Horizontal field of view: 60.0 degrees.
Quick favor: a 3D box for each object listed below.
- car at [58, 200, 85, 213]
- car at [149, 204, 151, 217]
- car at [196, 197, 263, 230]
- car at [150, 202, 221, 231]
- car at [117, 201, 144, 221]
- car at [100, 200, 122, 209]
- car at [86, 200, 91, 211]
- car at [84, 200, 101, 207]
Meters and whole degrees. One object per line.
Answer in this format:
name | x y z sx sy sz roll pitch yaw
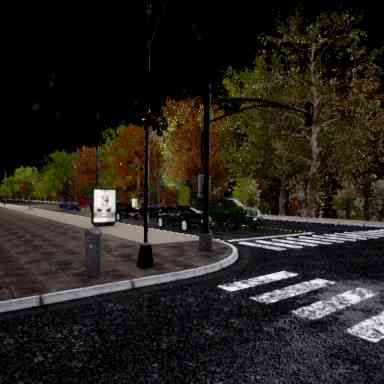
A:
car | -16.312 1.939 44.165 2.033 1.411 5.357 1 -1 -34
car | -3.532 1.816 31.335 1.994 1.385 4.181 1 -1 -34
car | 2.284 1.369 22.906 2.150 2.045 5.566 1 -1 -36
car | -0.559 1.612 21.319 1.837 1.490 4.892 1 -1 -35
car | -6.293 1.715 29.606 1.837 1.490 4.892 1 -1 -35
car | -14.245 2.126 58.591 2.128 1.511 4.902 1 -1 -35
car | -11.773 1.879 43.285 1.882 1.535 5.008 1 -1 -34
car | -19.977 2.300 66.877 1.994 1.385 4.181 1 -1 -35
